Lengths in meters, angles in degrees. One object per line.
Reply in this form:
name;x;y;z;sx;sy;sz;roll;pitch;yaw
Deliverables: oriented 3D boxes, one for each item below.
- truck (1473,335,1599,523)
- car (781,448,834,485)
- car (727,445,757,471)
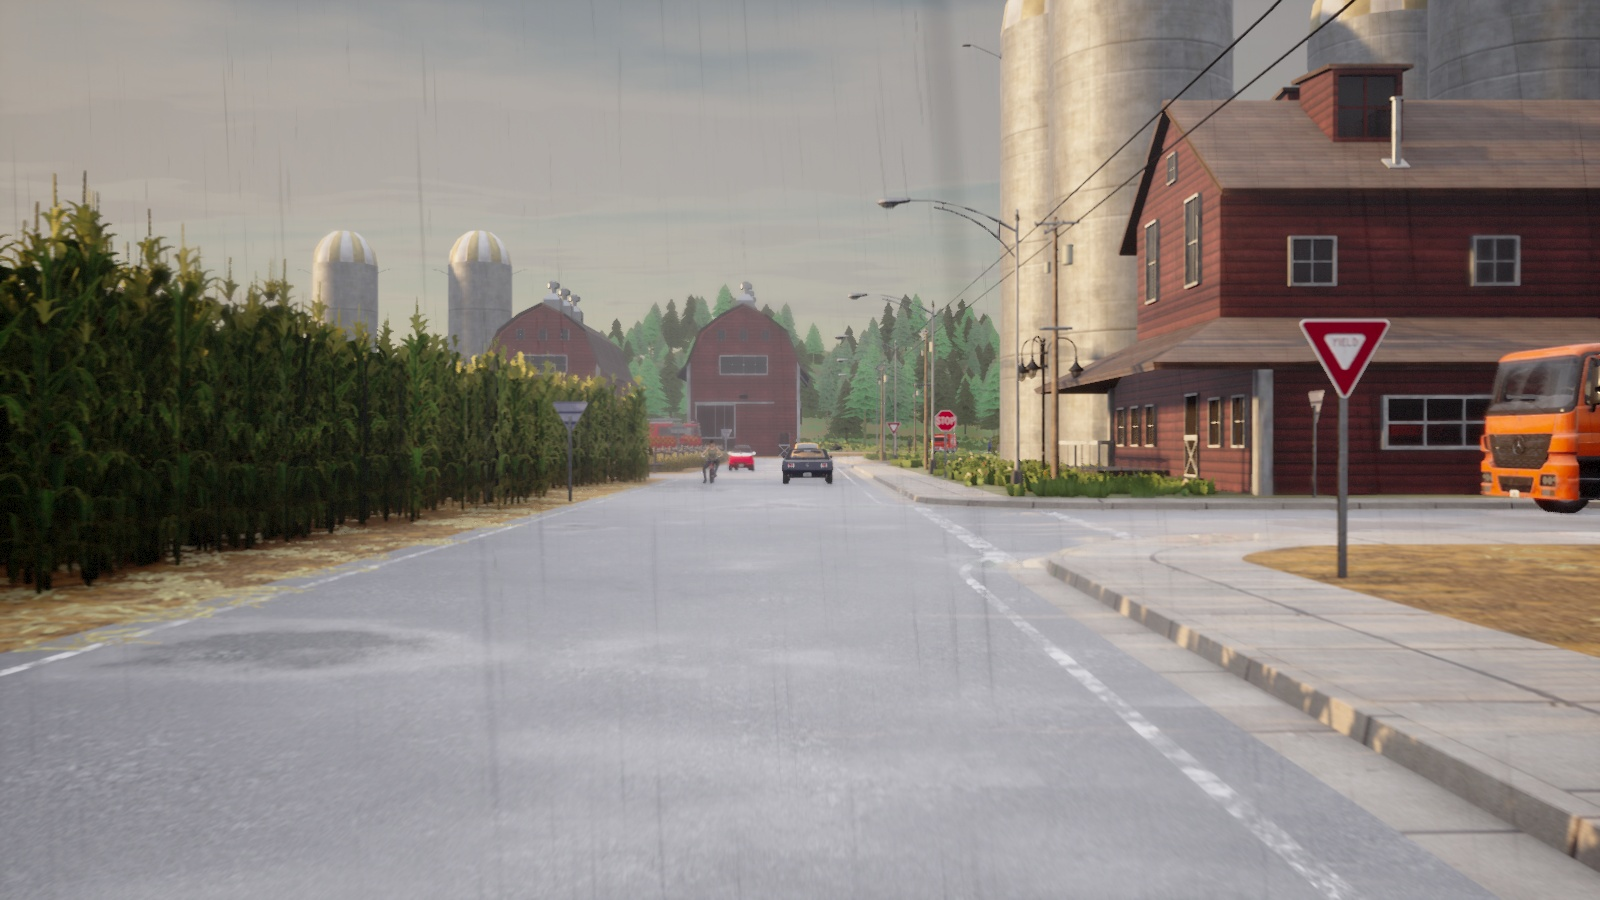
truck;17.912;-0.386;24.558;7.936;3.462;2.891;0;0;-1
car;0.282;0.583;46.868;1.895;1.301;4.718;0;0;0
car;-3.101;0.418;67.391;1.481;1.376;2.207;0;0;0
